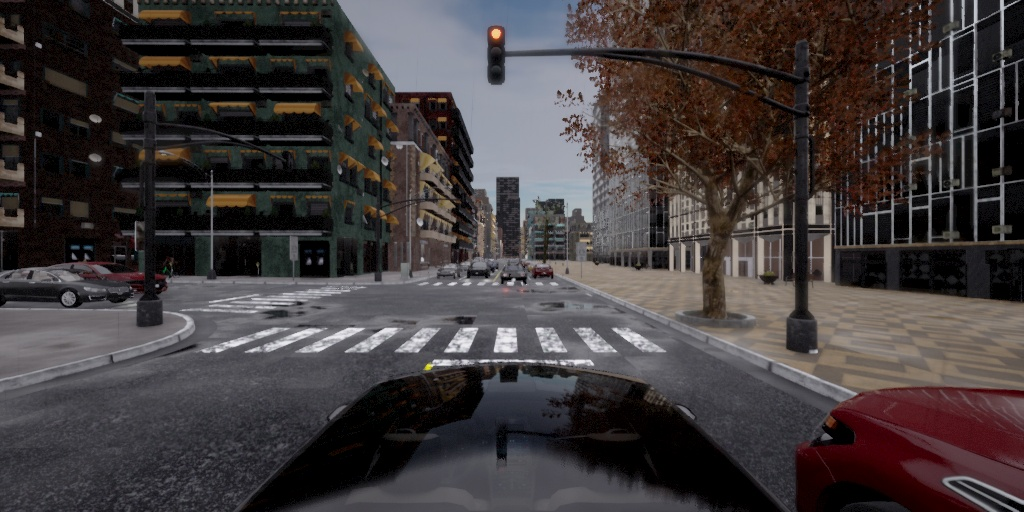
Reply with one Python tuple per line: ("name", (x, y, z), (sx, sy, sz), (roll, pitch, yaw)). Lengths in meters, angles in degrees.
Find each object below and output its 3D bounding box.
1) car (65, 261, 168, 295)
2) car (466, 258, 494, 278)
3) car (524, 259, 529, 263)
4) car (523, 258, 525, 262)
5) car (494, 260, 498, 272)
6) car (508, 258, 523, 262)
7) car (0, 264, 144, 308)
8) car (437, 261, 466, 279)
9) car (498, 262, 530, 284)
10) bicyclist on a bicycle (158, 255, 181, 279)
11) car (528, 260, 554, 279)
("car", (-17.954, 1.000, 15.566), (5.008, 1.535, 1.882), (1, 0, 0))
("car", (-3.051, 1.239, 33.676), (1.882, 1.535, 5.008), (0, 0, 0))
("car", (2.747, 1.296, 43.616), (1.751, 1.417, 4.829), (0, 0, 0))
("car", (2.769, 1.372, 60.043), (1.802, 1.307, 4.207), (0, 0, 0))
("car", (-3.025, 1.372, 43.700), (1.895, 1.301, 4.718), (0, 0, 0))
("car", (0.173, 1.278, 56.640), (2.128, 1.511, 4.902), (0, 0, 0))
("car", (-16.420, 1.091, 12.991), (4.403, 1.370, 2.007), (0, 0, 0))
("car", (-5.648, 1.311, 32.392), (2.007, 1.370, 4.403), (0, 0, 0))
("car", (0.133, 1.358, 27.340), (1.895, 1.301, 4.718), (0, 0, 0))
("bicyclist on a bicycle", (-23.138, 0.760, 24.260), (0.582, 1.620, 1.656), (1, 0, -1))
("car", (2.732, 1.306, 32.381), (1.888, 1.381, 4.507), (0, 0, 0))
